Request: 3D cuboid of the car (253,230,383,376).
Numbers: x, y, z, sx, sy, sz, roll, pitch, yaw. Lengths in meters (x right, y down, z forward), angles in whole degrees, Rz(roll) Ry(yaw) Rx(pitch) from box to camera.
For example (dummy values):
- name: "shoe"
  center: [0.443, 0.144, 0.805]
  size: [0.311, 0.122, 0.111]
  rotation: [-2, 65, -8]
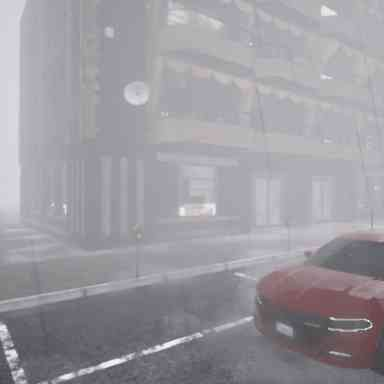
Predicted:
- name: "car"
  center: [3.204, 1.437, 5.663]
  size: [5.008, 1.535, 1.882]
  rotation: [-1, 1, -35]
